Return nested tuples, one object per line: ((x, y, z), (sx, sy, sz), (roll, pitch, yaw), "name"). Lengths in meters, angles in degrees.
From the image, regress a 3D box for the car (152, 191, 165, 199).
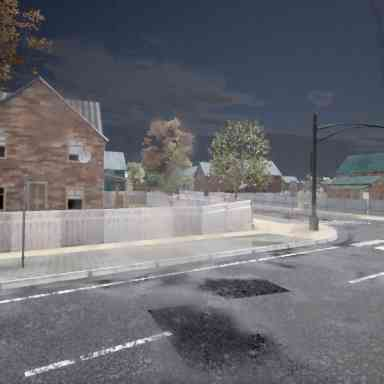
((-6.225, 0.639, 61.693), (1.812, 1.442, 4.674), (1, 1, -20), "car")
